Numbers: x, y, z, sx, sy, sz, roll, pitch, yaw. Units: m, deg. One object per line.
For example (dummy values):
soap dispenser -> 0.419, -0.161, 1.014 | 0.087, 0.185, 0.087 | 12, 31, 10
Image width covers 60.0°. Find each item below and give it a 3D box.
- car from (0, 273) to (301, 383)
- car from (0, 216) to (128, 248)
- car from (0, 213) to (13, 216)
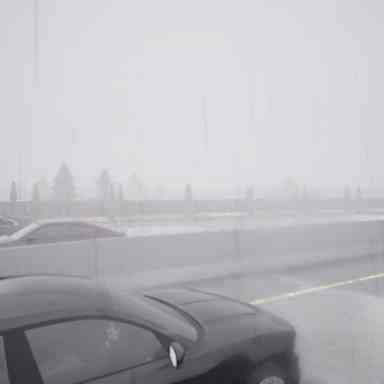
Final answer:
car -> -1.190, 1.470, 2.730 | 5.008, 1.535, 1.882 | 0, 0, -35
car -> -4.070, 1.502, 9.450 | 4.674, 1.442, 1.812 | 0, 0, -33
car -> -7.614, 1.460, 11.255 | 4.902, 1.511, 2.128 | 0, 0, -34
